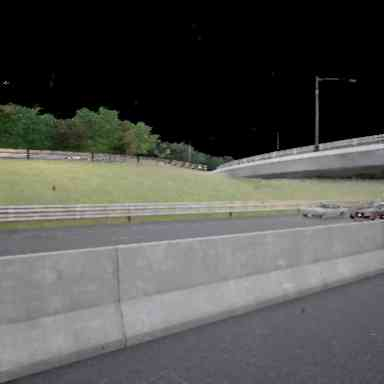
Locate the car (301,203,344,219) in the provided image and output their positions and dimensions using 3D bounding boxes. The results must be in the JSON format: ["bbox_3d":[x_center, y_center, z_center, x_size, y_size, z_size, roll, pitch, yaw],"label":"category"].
[{"bbox_3d":[11.851,1.687,29.722,4.718,1.301,1.895,0,0,-36],"label":"car"}]

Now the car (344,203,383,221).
[{"bbox_3d":[14.946,1.654,27.639,4.181,1.385,1.994,0,0,-36],"label":"car"}]
